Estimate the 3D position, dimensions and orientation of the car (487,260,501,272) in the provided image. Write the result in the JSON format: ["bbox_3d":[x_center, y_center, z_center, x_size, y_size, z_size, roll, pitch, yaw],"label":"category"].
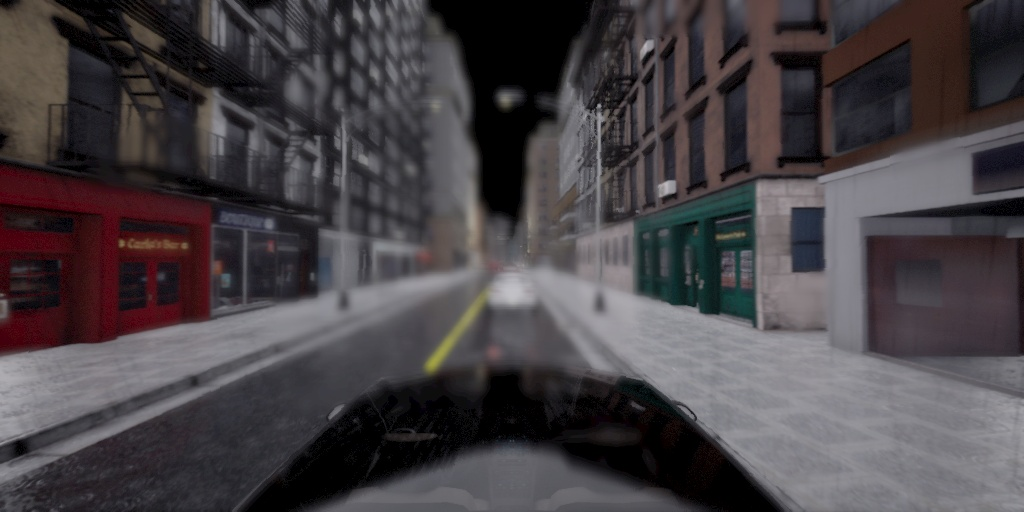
[{"bbox_3d":[-3.033,1.652,61.340,2.150,2.045,5.566,0,-1,0],"label":"car"}]

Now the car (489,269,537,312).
[{"bbox_3d":[0.052,1.426,14.901,1.812,1.442,4.674,0,0,1],"label":"car"}]

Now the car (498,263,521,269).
[{"bbox_3d":[0.050,1.558,30.341,1.882,1.535,5.008,0,0,0],"label":"car"}]
